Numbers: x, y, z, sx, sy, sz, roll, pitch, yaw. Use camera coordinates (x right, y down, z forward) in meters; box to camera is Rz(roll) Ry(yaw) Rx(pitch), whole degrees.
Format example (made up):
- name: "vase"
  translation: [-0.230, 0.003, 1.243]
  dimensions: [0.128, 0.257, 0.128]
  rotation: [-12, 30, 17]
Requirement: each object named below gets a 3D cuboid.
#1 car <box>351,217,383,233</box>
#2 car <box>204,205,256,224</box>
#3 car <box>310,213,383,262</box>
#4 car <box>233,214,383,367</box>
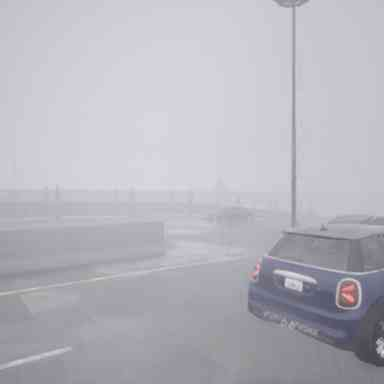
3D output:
- name: "car"
  translation: [18.596, 3.442, 34.323]
  dimensions: [4.718, 1.301, 1.895]
  rotation: [9, -5, -35]
- name: "car"
  translation: [3.206, 1.870, 27.696]
  dimensions: [4.892, 1.490, 1.837]
  rotation: [4, -2, -35]
- name: "car"
  translation: [6.921, 1.624, 12.982]
  dimensions: [4.892, 1.490, 1.837]
  rotation: [2, -1, -35]
- name: "car"
  translation: [3.192, 1.353, 6.022]
  dimensions: [4.553, 1.767, 2.097]
  rotation: [0, 0, -35]
